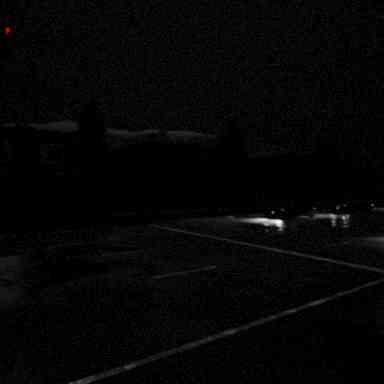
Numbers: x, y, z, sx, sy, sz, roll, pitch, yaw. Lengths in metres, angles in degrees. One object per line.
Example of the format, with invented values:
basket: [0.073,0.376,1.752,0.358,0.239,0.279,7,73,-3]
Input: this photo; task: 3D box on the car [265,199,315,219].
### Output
car: [7.491,1.267,25.318,4.181,1.385,1.994,-1,1,-36]

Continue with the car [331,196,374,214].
car: [14.726,1.110,30.491,4.902,1.511,2.128,-1,1,-36]
